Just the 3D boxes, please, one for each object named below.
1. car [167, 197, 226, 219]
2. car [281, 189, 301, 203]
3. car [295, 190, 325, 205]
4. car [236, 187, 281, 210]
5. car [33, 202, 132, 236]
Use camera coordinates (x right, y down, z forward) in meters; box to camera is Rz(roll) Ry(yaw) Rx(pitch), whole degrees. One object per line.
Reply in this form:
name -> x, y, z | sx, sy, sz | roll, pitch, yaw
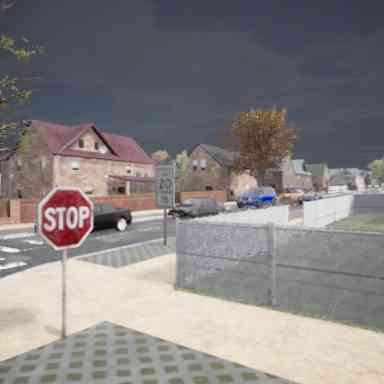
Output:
car -> 0.486, 1.110, 24.125 | 2.033, 1.411, 5.357 | 0, 2, 35
car -> 12.299, 0.439, 40.675 | 2.097, 1.767, 4.553 | 0, 2, 36
car -> 13.544, 0.752, 37.416 | 1.895, 1.301, 4.718 | 0, 2, 35
car -> 6.390, 0.544, 32.415 | 2.150, 2.045, 5.566 | 0, 2, 36
car -> -5.116, 1.269, 16.185 | 1.882, 1.535, 5.008 | 0, 2, 34
